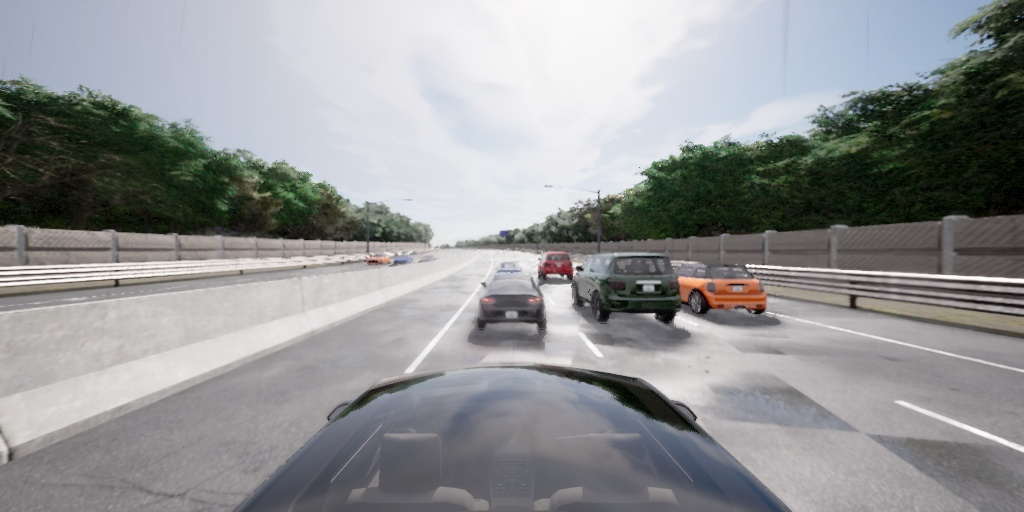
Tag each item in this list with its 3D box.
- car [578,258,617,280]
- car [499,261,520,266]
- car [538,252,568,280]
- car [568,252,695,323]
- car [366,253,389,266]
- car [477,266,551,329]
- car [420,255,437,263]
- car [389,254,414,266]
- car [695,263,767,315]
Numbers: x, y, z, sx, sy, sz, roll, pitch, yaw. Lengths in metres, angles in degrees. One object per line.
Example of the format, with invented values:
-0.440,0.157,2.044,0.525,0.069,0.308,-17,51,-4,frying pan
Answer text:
6.733,0.978,28.684,1.837,1.490,4.892,0,1,-1,car
-0.209,1.077,24.770,2.033,1.411,5.357,0,1,-1,car
3.252,0.711,27.642,2.150,2.045,5.566,0,1,-1,car
3.504,0.899,11.963,2.150,2.045,5.566,0,1,-1,car
-18.630,0.392,50.100,2.097,1.767,4.553,0,1,-2,car
0.004,1.214,10.865,1.812,1.442,4.674,0,1,0,car
-11.639,0.564,50.408,1.812,1.442,4.674,0,1,-2,car
-15.131,0.519,50.175,1.882,1.535,5.008,0,1,-2,car
6.993,1.016,13.253,2.097,1.767,4.553,0,0,0,car
